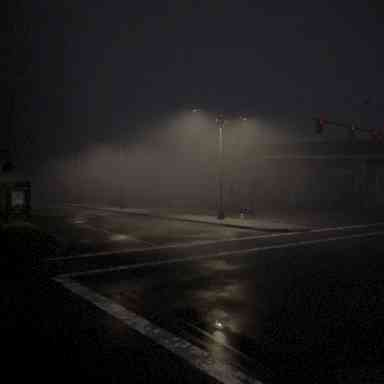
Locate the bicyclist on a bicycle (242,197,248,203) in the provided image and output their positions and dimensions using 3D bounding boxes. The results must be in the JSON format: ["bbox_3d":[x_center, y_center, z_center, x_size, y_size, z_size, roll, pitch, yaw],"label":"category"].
[{"bbox_3d":[6.271,1.429,39.743,1.656,1.620,0.582,-6,-7,-37],"label":"bicyclist on a bicycle"}]

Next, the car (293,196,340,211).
[{"bbox_3d":[13.850,1.294,38.107,2.242,1.667,4.611,0,0,-35],"label":"car"}]

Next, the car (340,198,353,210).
[{"bbox_3d":[18.112,1.454,42.034,1.970,1.475,3.806,0,0,-35],"label":"car"}]

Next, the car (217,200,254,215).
[{"bbox_3d":[4.471,1.563,34.778,1.994,1.385,4.181,0,0,-34],"label":"car"}]

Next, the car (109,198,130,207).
[{"bbox_3d":[-11.145,1.563,50.702,1.994,1.385,4.181,0,0,-35],"label":"car"}]
